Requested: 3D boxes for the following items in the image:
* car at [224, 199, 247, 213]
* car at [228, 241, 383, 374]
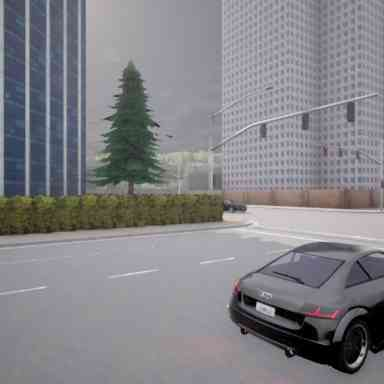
[{"bbox_3d":[3.968,1.477,36.966,1.882,1.535,5.008,0,0,-35],"label":"car"},{"bbox_3d":[2.647,1.564,5.664,4.181,1.385,1.994,0,0,-35],"label":"car"}]
